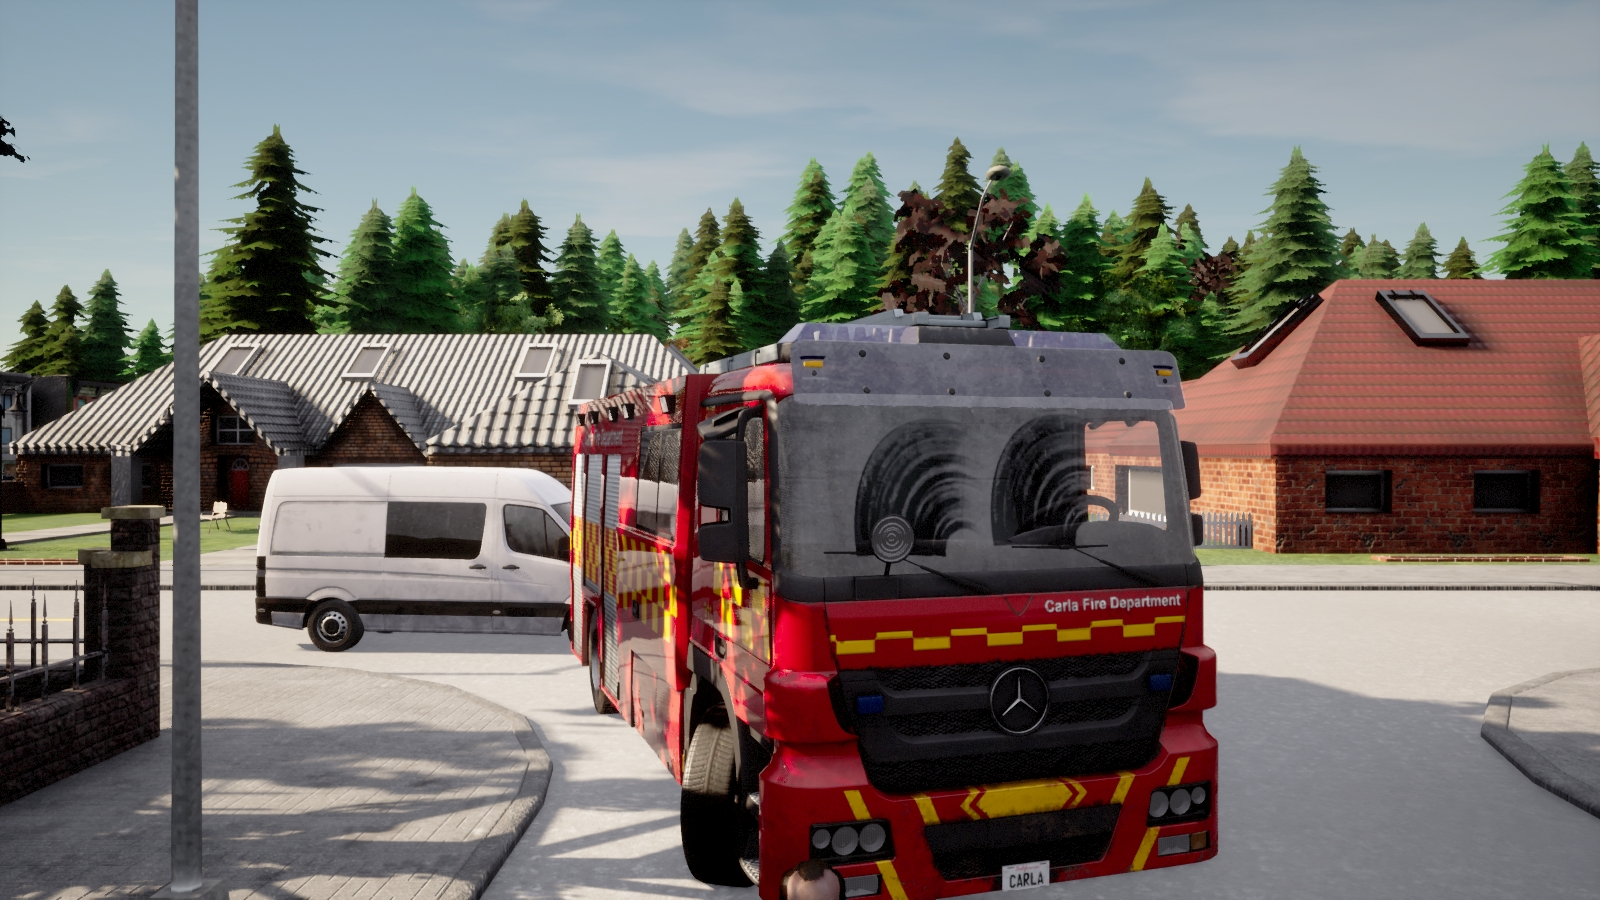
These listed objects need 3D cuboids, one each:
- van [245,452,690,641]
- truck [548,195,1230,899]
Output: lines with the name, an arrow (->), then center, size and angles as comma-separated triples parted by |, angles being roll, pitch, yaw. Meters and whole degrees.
van -> -4.701, 1.314, 16.673 | 5.915, 2.561, 1.988 | 0, 0, 4
truck -> -0.279, 0.670, 10.050 | 2.891, 3.827, 8.468 | 0, 0, -19
